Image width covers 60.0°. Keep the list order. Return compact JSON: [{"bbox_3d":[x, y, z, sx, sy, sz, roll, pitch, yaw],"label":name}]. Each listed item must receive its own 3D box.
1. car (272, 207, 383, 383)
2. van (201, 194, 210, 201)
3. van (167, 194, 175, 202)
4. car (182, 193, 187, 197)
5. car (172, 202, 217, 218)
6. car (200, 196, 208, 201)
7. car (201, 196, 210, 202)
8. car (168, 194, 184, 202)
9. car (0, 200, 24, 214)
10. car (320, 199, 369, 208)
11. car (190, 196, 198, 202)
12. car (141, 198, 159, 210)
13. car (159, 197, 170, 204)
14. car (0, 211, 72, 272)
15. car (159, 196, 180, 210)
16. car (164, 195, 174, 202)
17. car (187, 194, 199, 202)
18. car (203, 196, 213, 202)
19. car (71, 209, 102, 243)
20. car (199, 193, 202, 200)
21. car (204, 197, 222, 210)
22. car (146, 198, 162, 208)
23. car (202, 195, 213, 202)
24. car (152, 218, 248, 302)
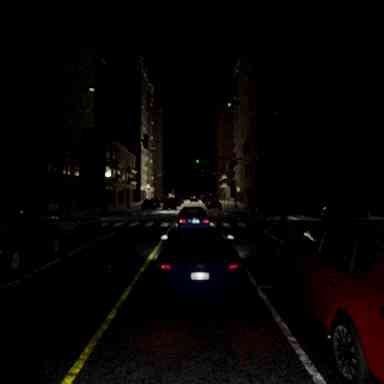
[{"bbox_3d":[2.704,1.321,5.164,2.192,1.841,5.009,1,0,0],"label":"car"},{"bbox_3d":[3.058,1.419,60.452,1.690,1.788,3.998,1,0,0],"label":"van"},{"bbox_3d":[-5.323,1.454,83.205,1.690,1.788,3.998,1,0,0],"label":"van"},{"bbox_3d":[-2.649,1.433,63.117,2.097,1.767,4.553,0,0,1],"label":"car"},{"bbox_3d":[0.031,1.572,19.796,2.033,1.411,5.357,0,0,-2],"label":"car"},{"bbox_3d":[3.236,1.688,88.818,1.947,1.339,4.313,1,0,0],"label":"car"},{"bbox_3d":[3.164,1.686,77.471,1.802,1.307,4.206,1,0,0],"label":"car"},{"bbox_3d":[-2.757,1.545,53.087,1.882,1.535,5.008,0,0,1],"label":"car"},{"bbox_3d":[-16.616,1.369,27.729,4.902,1.511,2.128,1,-1,1],"label":"car"},{"bbox_3d":[13.780,1.533,30.567,4.553,1.767,2.097,0,-1,1],"label":"car"},{"bbox_3d":[0.528,1.709,83.492,1.895,1.301,4.718,0,0,0],"label":"car"},{"bbox_3d":[-5.579,1.599,43.496,1.887,1.381,4.507,1,0,0],"label":"car"},{"bbox_3d":[-5.434,1.668,66.187,1.802,1.307,4.206,1,0,0],"label":"car"},{"bbox_3d":[-5.788,1.558,10.852,1.887,1.381,4.507,1,0,0],"label":"car"},{"bbox_3d":[-2.874,1.601,43.123,2.033,1.411,5.357,0,0,-3],"label":"car"},{"bbox_3d":[-5.360,1.544,77.532,1.967,1.590,4.097,1,0,0],"label":"car"},{"bbox_3d":[0.471,1.637,72.793,2.033,1.411,5.357,0,0,0],"label":"car"},{"bbox_3d":[2.982,1.644,49.105,1.802,1.307,4.206,1,0,0],"label":"car"},{"bbox_3d":[-5.753,1.545,16.306,1.752,1.417,4.829,1,0,0],"label":"car"},{"bbox_3d":[3.094,1.401,66.125,2.192,1.841,5.009,1,0,0],"label":"car"},{"bbox_3d":[2.946,1.636,43.432,1.802,1.307,4.206,1,0,0],"label":"car"},{"bbox_3d":[-5.543,1.606,49.168,1.887,1.381,4.507,1,0,0],"label":"car"},{"bbox_3d":[3.019,1.651,54.778,1.802,1.307,4.206,1,0,0],"label":"car"},{"bbox_3d":[0.143,1.574,8.339,1.994,1.385,4.181,0,0,0],"label":"car"}]
